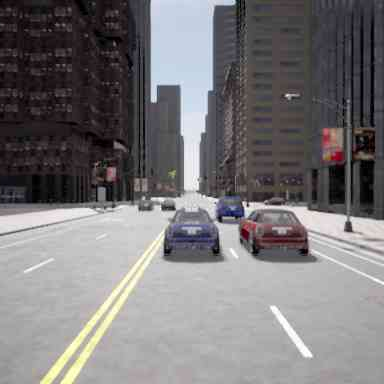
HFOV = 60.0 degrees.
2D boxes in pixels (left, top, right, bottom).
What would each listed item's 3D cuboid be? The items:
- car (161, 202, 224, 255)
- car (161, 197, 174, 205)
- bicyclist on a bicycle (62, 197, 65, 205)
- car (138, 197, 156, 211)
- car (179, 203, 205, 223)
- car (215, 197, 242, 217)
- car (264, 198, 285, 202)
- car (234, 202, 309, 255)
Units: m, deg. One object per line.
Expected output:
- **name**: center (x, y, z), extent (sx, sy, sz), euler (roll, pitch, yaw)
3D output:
- **car**: center (-0.006, 1.477, 14.073), extent (2.097, 1.767, 4.553), euler (0, -1, 0)
- **car**: center (-3.287, 1.869, 47.256), extent (1.882, 1.535, 5.008), euler (0, -1, 0)
- **bicyclist on a bicycle**: center (-25.935, 1.824, 67.112), extent (0.582, 1.620, 1.656), euler (0, 1, 0)
- **car**: center (-6.535, 1.904, 47.445), extent (1.837, 1.490, 4.892), euler (0, -1, 0)
- **car**: center (-0.014, 1.746, 29.298), extent (2.128, 1.511, 4.902), euler (0, 0, 0)
- **car**: center (3.233, 1.468, 29.037), extent (2.150, 2.045, 5.566), euler (0, 0, 0)
- **car**: center (16.634, 1.896, 67.400), extent (4.097, 1.590, 1.967), euler (0, 0, 0)
- **car**: center (3.244, 1.477, 14.074), extent (2.097, 1.767, 4.553), euler (0, -1, 0)
